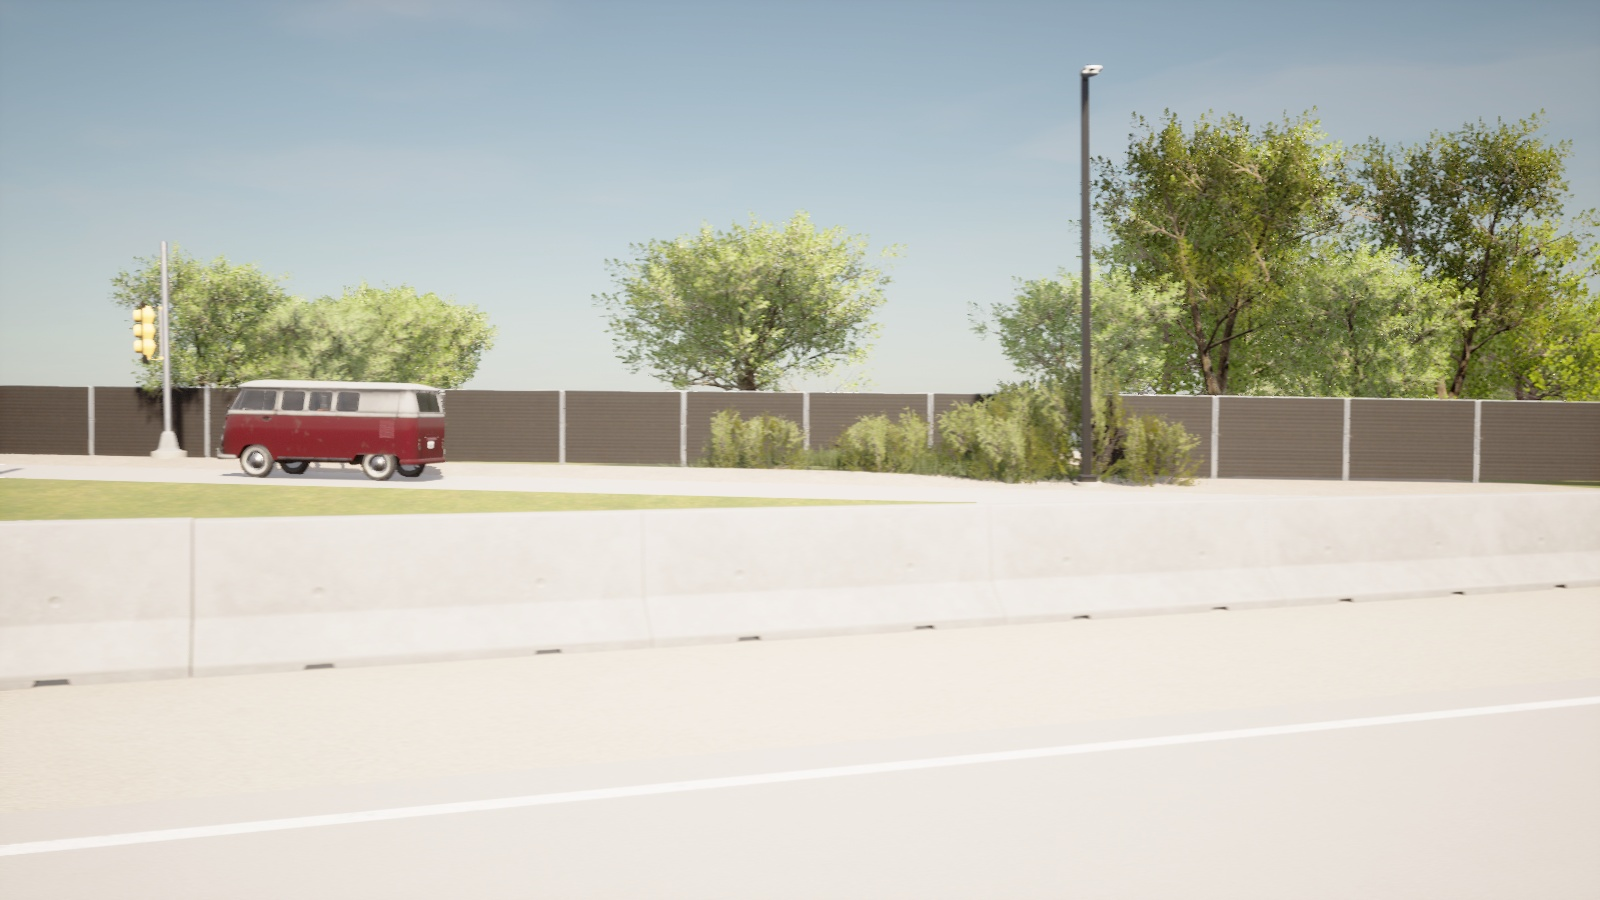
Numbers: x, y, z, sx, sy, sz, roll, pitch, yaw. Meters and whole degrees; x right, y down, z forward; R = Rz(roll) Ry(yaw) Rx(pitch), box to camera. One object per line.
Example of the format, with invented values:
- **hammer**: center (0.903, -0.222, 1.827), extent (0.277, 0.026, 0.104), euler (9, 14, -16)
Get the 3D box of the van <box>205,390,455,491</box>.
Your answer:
- **van**: center (-9.566, -0.212, 25.734), extent (4.442, 1.987, 1.775), euler (0, 2, 6)
